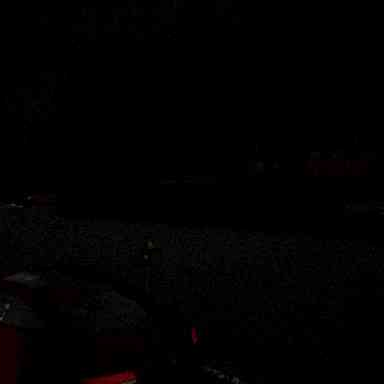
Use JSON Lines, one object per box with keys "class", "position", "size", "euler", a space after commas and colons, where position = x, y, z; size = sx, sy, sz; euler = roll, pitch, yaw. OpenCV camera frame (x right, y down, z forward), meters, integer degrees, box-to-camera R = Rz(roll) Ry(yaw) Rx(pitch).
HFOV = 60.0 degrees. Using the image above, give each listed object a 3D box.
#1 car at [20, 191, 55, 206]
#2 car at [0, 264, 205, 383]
{"class": "car", "position": [-19.255, 0.741, 42.148], "size": [2.097, 1.767, 4.553], "euler": [1, 2, 36]}
{"class": "car", "position": [-1.810, 1.581, 4.093], "size": [4.206, 1.307, 1.802], "euler": [0, 1, 36]}
